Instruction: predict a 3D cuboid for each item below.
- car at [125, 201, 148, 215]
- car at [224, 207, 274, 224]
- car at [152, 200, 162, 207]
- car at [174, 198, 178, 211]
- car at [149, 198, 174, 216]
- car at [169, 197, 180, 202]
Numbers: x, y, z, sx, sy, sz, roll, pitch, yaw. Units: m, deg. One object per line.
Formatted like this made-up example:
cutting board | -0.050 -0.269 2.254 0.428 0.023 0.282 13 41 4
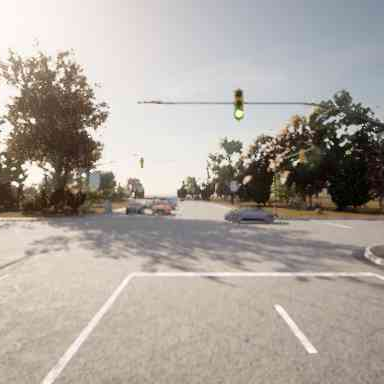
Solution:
car | -7.105 2.045 41.860 1.837 1.490 4.892 0 -1 0
car | 4.848 1.932 28.346 4.181 1.385 1.994 0 -1 -3
car | -7.438 2.415 70.804 1.895 1.301 4.718 0 0 -3
car | -3.633 2.180 53.537 1.837 1.490 4.892 0 0 0
car | -3.604 1.872 40.115 2.097 1.767 4.553 0 -1 0
car | -3.839 2.330 68.526 1.812 1.442 4.674 0 0 -2
